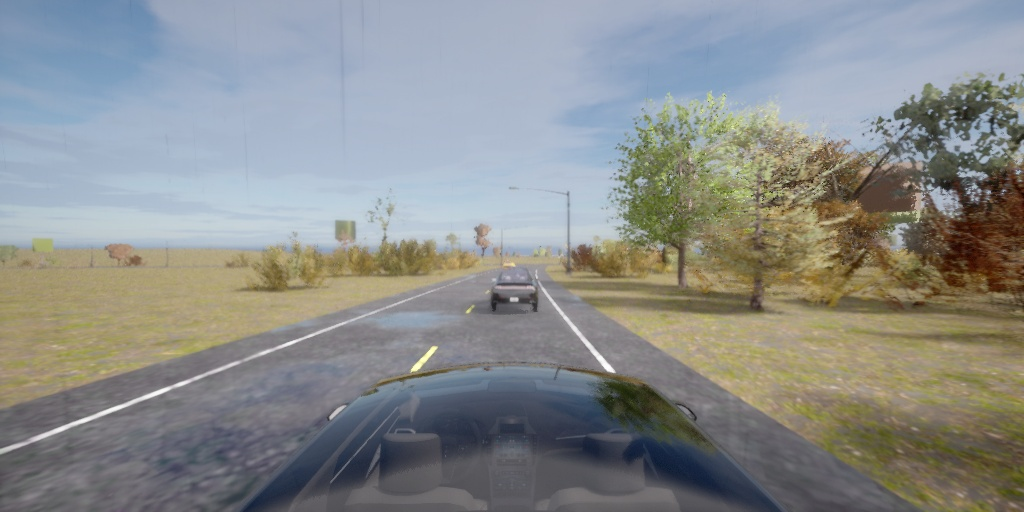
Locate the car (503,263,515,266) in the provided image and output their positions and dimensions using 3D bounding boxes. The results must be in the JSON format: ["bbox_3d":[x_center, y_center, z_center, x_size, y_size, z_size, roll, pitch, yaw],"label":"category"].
[{"bbox_3d":[0.518,1.545,29.209,2.033,1.411,5.357,0,0,3],"label":"car"}]

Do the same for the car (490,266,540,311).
[{"bbox_3d":[0.141,1.368,15.268,2.128,1.511,4.902,0,0,2],"label":"car"}]
